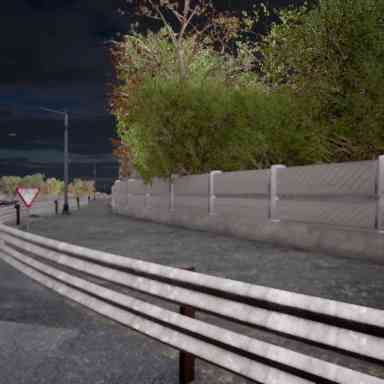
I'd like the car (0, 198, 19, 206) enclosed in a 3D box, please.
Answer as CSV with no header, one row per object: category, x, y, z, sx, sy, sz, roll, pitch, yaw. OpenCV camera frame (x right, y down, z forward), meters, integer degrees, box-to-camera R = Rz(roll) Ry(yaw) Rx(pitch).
car,-28.646,1.542,52.233,1.895,1.301,4.718,0,0,-15
